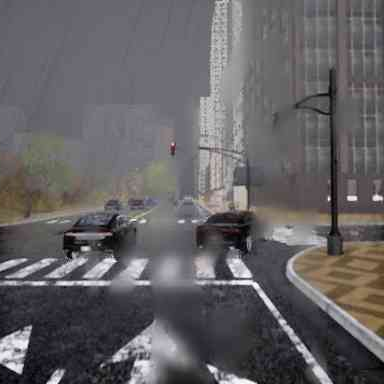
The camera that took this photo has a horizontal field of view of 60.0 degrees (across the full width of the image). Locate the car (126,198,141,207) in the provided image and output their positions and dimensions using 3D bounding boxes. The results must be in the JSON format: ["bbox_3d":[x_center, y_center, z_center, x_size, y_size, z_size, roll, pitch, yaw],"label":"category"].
[{"bbox_3d":[-10.450,1.864,59.636,1.837,1.490,4.892,0,0,0],"label":"car"}]

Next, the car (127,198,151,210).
[{"bbox_3d":[-7.069,1.740,44.315,1.837,1.490,4.892,0,0,-1],"label":"car"}]

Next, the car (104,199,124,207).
[{"bbox_3d":[-10.317,1.742,44.181,1.837,1.490,4.892,0,0,0],"label":"car"}]

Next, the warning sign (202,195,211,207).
[{"bbox_3d":[2.263,1.397,51.646,1.300,1.860,1.060,-1,-2,-1],"label":"warning sign"}]

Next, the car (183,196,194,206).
[{"bbox_3d":[-0.697,1.933,63.508,2.033,1.411,5.357,0,-1,-1],"label":"car"}]

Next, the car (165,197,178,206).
[{"bbox_3d":[-3.951,1.918,63.856,1.812,1.442,4.674,0,-1,-1],"label":"car"}]

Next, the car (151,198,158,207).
[{"bbox_3d":[-7.205,1.839,60.027,1.882,1.535,5.008,0,0,0],"label":"car"}]

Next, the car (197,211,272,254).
[{"bbox_3d":[1.892,1.513,13.964,1.882,1.535,5.008,-3,-1,26],"label":"car"}]

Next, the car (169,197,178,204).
[{"bbox_3d":[-4.064,1.887,73.893,1.812,1.442,4.674,0,-1,-1],"label":"car"}]

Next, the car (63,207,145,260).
[{"bbox_3d":[-3.297,1.546,12.706,2.128,1.511,4.902,0,0,0],"label":"car"}]
